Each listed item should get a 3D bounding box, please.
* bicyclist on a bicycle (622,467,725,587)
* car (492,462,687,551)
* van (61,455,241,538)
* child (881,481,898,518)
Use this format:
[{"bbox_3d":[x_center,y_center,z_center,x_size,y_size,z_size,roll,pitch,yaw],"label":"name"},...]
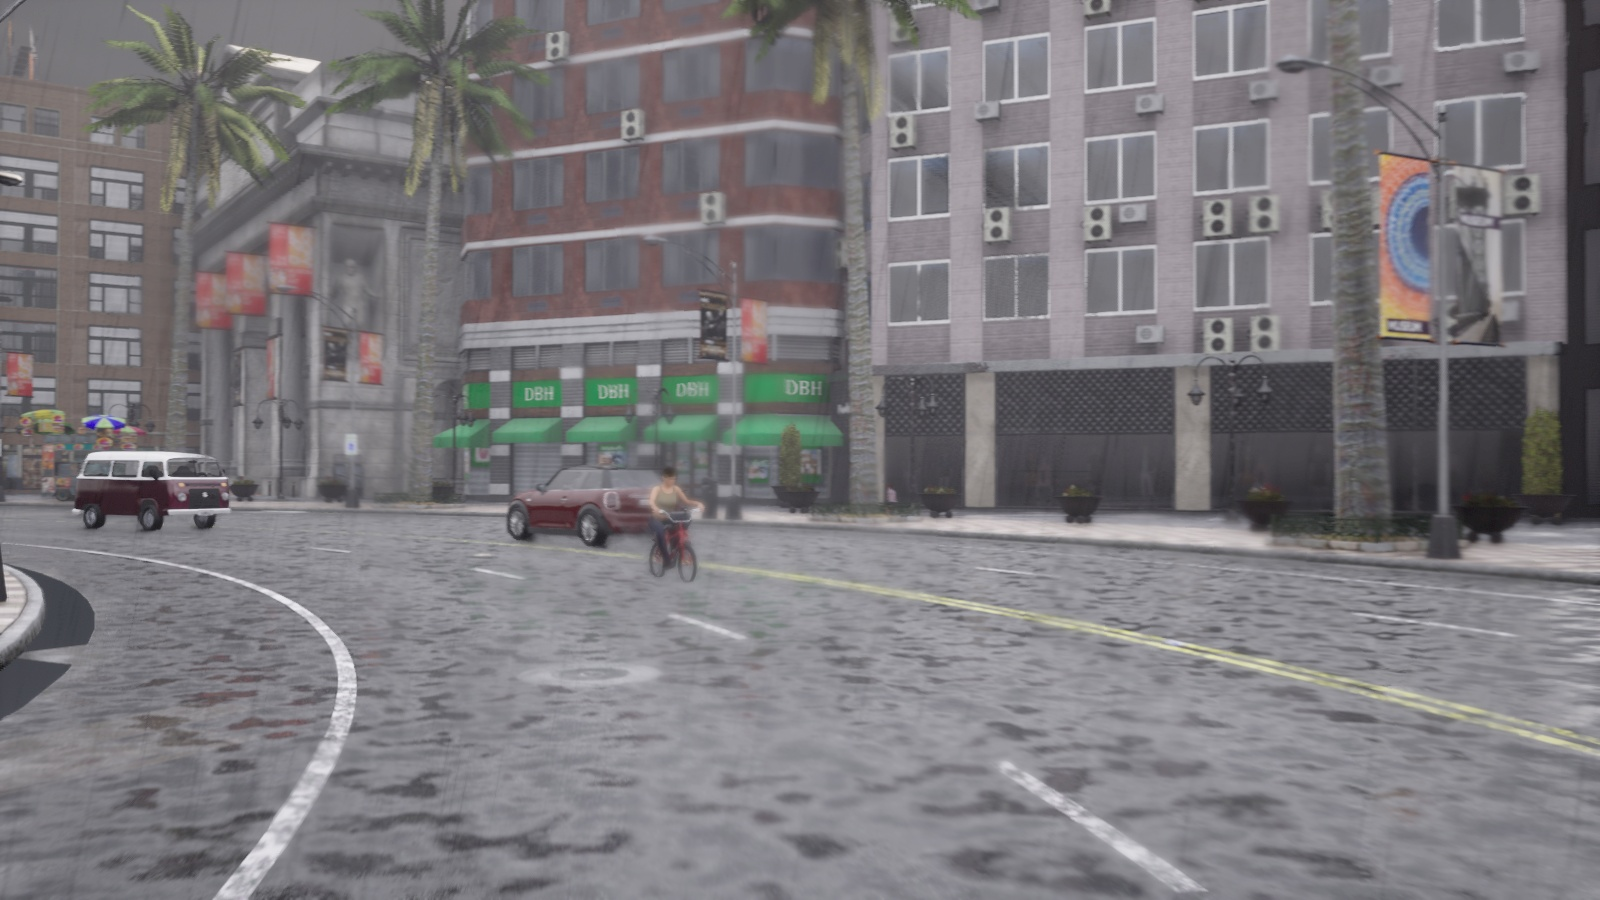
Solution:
[{"bbox_3d":[-1.808,1.060,17.834,0.866,1.612,1.509,0,-1,-32],"label":"bicyclist on a bicycle"},{"bbox_3d":[-4.667,1.158,27.372,2.097,1.767,4.553,0,-1,-41],"label":"car"},{"bbox_3d":[-16.974,1.182,32.820,4.480,2.038,2.069,-1,-1,29],"label":"van"},{"bbox_3d":[2.650,1.460,37.172,0.394,1.110,0.255,-1,-1,37],"label":"child"}]
